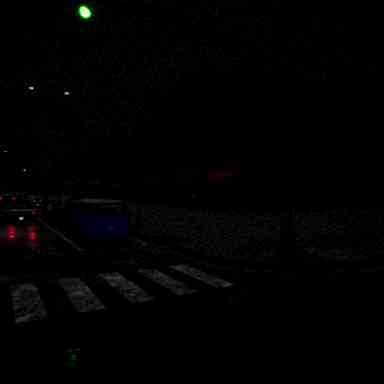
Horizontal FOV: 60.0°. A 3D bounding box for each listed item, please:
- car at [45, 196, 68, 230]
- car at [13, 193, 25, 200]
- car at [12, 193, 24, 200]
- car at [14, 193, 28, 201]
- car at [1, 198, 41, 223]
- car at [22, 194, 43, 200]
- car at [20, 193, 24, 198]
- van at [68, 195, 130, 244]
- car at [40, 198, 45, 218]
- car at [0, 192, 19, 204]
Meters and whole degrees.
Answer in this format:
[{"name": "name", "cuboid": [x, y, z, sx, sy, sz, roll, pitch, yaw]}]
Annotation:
[{"name": "car", "cuboid": [-6.856, 1.104, 19.357, 2.192, 1.841, 5.009, -1, 1, -30]}, {"name": "car", "cuboid": [-34.280, 0.861, 65.951, 1.887, 1.381, 4.507, -1, 1, -30]}, {"name": "car", "cuboid": [-37.022, 0.827, 70.610, 2.008, 1.369, 4.403, -1, 1, -30]}, {"name": "car", "cuboid": [-31.537, 0.908, 61.292, 2.008, 1.369, 4.403, -1, 1, -30]}, {"name": "car", "cuboid": [-11.761, 1.329, 22.715, 1.895, 1.301, 4.718, 0, 0, -30]}, {"name": "car", "cuboid": [-17.824, 1.136, 37.997, 2.008, 1.369, 4.403, -1, 1, -30]}, {"name": "car", "cuboid": [-20.567, 1.081, 42.656, 1.887, 1.381, 4.507, -1, 1, -30]}, {"name": "van", "cuboid": [-4.114, 1.184, 14.699, 1.690, 1.788, 3.998, -1, 1, -30]}, {"name": "car", "cuboid": [-9.597, 1.319, 24.020, 1.802, 1.307, 4.206, -1, 1, -30]}, {"name": "car", "cuboid": [-26.353, 1.030, 47.506, 1.994, 1.385, 4.181, 0, 0, -30]}]
